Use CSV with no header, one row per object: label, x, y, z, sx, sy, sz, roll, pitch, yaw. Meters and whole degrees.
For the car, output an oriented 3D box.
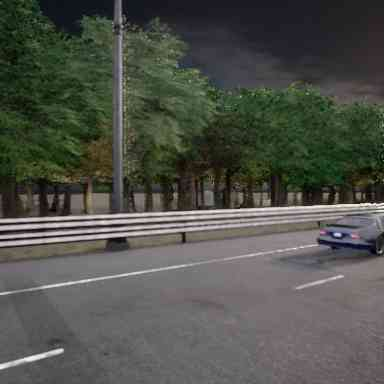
car,7.163,1.551,13.165,5.357,1.411,2.033,0,0,-36
